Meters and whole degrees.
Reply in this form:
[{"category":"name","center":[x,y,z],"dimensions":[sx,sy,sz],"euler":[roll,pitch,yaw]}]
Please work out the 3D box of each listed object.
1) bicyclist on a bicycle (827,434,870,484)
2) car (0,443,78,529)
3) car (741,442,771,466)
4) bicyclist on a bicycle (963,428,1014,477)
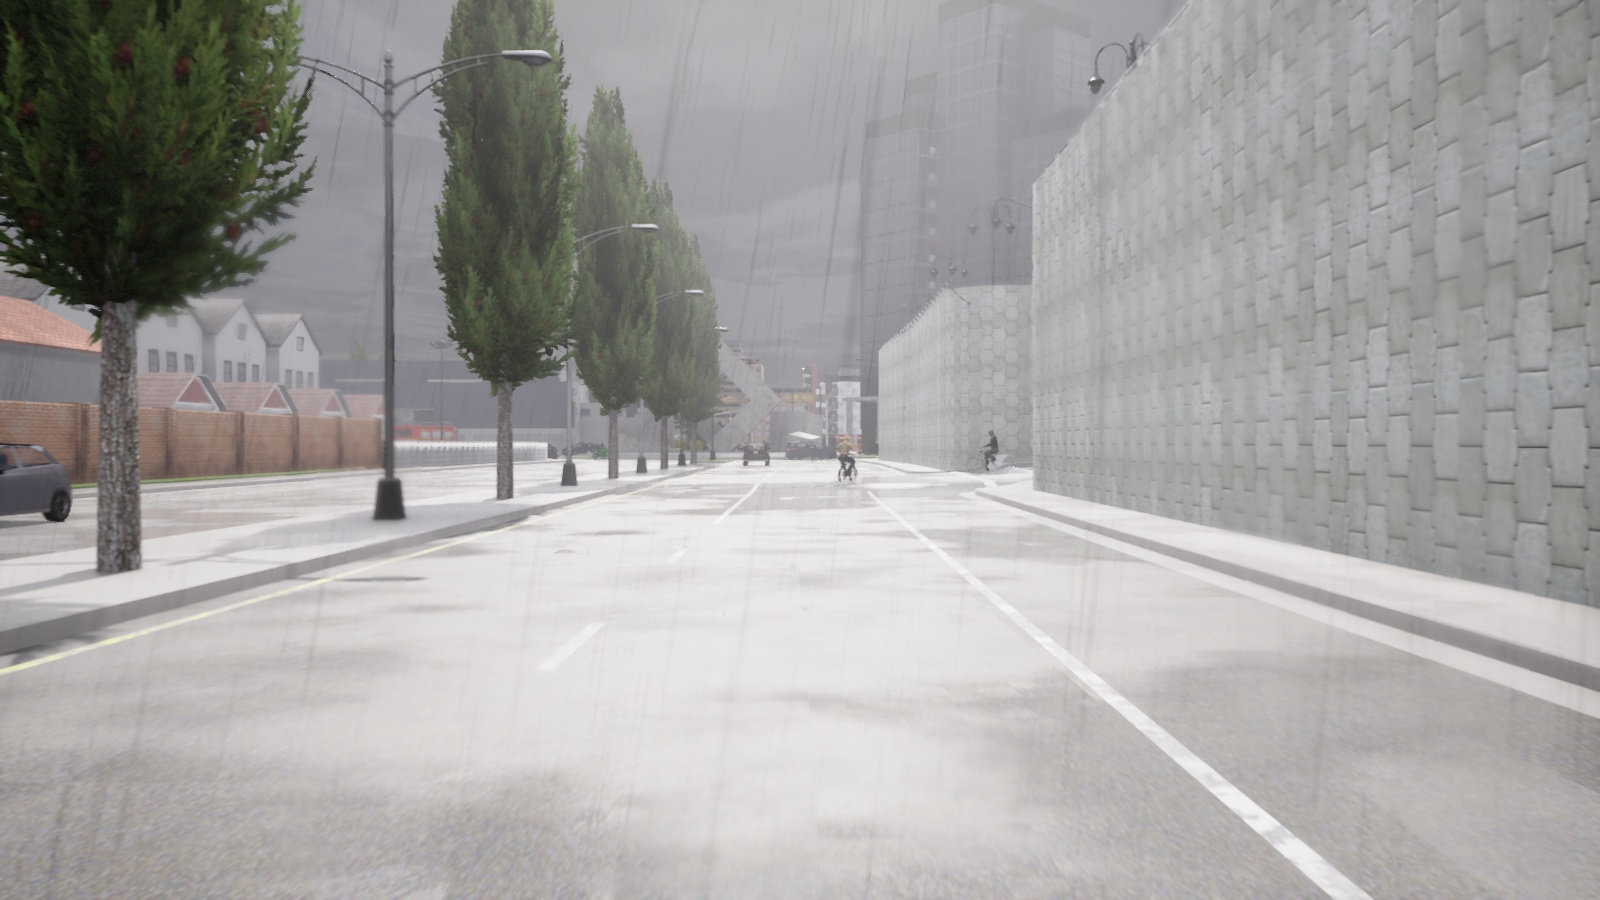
[{"category":"bicyclist on a bicycle","center":[1.625,0.294,41.876],"dimensions":[0.866,1.612,1.509],"euler":[0,0,26]},{"category":"car","center":[-14.825,0.622,22.338],"dimensions":[1.845,1.501,3.633],"euler":[0,0,0]},{"category":"car","center":[-2.888,0.253,83.319],"dimensions":[1.789,1.549,3.705],"euler":[0,0,0]},{"category":"bicyclist on a bicycle","center":[7.472,0.099,49.873],"dimensions":[1.843,1.776,0.659],"euler":[-4,-1,8]}]
